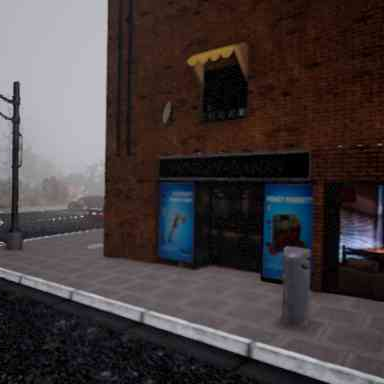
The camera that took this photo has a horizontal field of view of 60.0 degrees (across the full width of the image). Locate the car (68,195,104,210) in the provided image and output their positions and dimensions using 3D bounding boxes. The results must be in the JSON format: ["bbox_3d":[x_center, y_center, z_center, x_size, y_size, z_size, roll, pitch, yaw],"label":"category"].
[{"bbox_3d":[-10.807,1.109,35.139,1.882,1.535,5.008,2,1,26],"label":"car"}]

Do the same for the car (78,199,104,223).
[{"bbox_3d":[-5.317,1.461,24.123,2.033,1.411,5.357,2,1,27],"label":"car"}]
